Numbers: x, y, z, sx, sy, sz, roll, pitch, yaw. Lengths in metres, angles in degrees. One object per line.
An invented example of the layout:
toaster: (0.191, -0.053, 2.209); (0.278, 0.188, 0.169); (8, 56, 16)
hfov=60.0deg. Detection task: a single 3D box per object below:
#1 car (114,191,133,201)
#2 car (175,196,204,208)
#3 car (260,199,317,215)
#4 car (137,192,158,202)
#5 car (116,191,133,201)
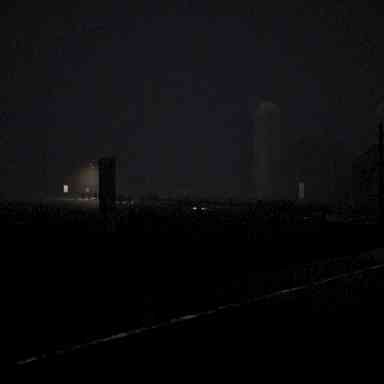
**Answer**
car: (-13.611, 0.753, 66.016); (2.097, 1.767, 4.553); (-1, 1, -36)
car: (-0.344, 1.244, 42.775); (1.994, 1.385, 4.181); (-1, 1, -36)
car: (8.615, 1.374, 30.359); (2.033, 1.411, 5.357); (-1, 1, -36)
car: (-7.829, 0.850, 58.073); (2.097, 1.767, 4.553); (-1, 1, -35)
car: (-12.393, 1.007, 59.617); (1.812, 1.442, 4.674); (-1, 1, -36)
